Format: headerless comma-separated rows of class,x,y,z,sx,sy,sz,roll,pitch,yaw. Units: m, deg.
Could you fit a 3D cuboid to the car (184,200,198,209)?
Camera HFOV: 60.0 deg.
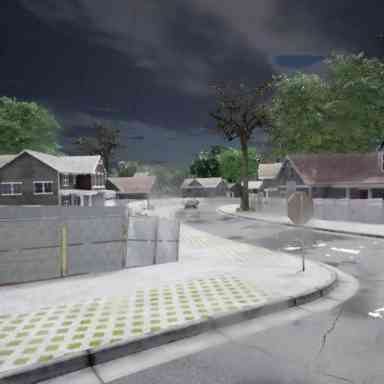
car,-0.091,2.045,54.873,1.837,1.490,4.892,-2,-1,7
